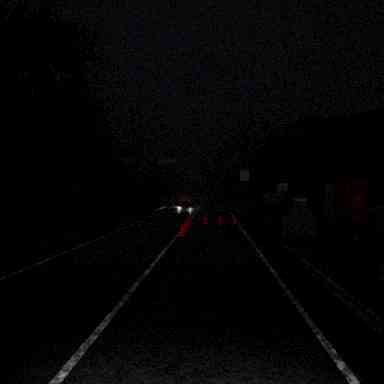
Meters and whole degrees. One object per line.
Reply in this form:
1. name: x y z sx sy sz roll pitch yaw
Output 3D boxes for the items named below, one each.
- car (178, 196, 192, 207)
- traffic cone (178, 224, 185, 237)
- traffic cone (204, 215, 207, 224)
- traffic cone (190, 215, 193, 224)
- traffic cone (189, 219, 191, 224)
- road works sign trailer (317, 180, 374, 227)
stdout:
1. car: -1.005 1.278 48.133 1.882 1.535 5.008 0 0 -1
2. traffic cone: -0.495 1.887 16.350 0.340 0.580 0.340 0 0 4
3. traffic cone: 0.900 1.867 22.262 0.340 0.580 0.340 0 0 4
4. traffic cone: -0.229 1.870 20.341 0.340 0.580 0.340 0 0 4
5. traffic cone: -0.362 1.879 18.345 0.340 0.580 0.340 0 0 4
6. road works sign trailer: 7.918 0.526 18.572 3.560 2.380 2.880 -5 7 -42
